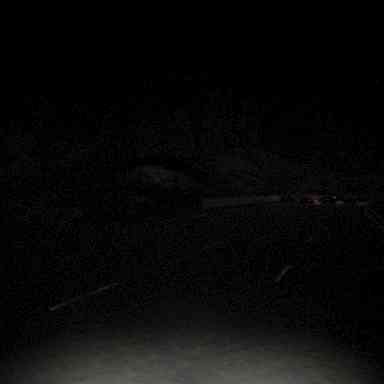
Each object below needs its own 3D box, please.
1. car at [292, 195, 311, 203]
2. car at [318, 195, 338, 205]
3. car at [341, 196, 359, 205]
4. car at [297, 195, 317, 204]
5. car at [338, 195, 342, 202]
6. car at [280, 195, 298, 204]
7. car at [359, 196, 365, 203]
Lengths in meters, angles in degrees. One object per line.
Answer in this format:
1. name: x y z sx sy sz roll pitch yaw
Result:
1. car: 23.352 1.451 70.914 2.128 1.511 4.902 0 0 42
2. car: 23.863 1.424 58.287 1.882 1.535 5.008 0 0 28
3. car: 27.076 1.477 56.882 1.812 1.442 4.674 0 0 28
4. car: 20.945 1.543 60.259 1.895 1.301 4.718 0 0 28
5. car: 29.311 1.297 67.157 1.837 1.490 4.892 0 0 42
6. car: 17.984 1.289 62.576 2.097 1.767 4.553 0 0 27
7. car: 32.584 1.422 65.597 1.812 1.442 4.674 0 0 42
